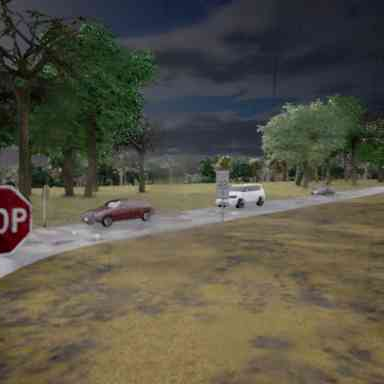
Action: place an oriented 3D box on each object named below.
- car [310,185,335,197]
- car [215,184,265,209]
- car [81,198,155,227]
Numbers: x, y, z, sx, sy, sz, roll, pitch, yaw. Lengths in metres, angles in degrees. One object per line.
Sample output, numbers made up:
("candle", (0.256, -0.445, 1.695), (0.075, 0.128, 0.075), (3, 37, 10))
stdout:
("car", (17.361, -0.201, 44.105), (2.128, 1.511, 4.902), (0, 3, 42))
("car", (4.401, 0.331, 29.576), (2.150, 2.045, 5.566), (0, 2, 42))
("car", (-4.239, 1.128, 19.764), (1.812, 1.442, 4.674), (0, 2, 40))
